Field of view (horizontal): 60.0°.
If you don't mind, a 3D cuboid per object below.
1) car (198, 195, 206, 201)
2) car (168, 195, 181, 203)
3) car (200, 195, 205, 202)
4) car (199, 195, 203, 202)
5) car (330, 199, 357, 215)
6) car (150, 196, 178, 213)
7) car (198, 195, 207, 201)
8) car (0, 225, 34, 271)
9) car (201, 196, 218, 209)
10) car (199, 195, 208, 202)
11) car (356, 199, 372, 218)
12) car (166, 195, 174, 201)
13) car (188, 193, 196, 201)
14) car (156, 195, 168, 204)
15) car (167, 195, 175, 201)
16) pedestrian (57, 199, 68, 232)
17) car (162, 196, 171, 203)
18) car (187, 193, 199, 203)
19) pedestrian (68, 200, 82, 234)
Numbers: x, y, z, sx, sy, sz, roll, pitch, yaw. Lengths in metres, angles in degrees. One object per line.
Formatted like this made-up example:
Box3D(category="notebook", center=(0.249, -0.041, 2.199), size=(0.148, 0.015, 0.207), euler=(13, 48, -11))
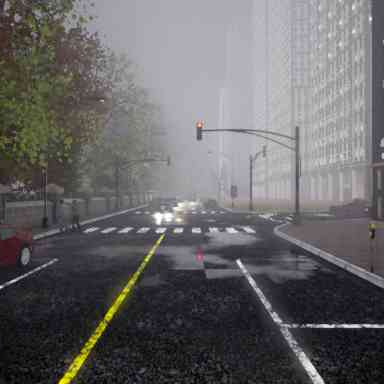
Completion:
Box3D(category="car", center=(2.687, 1.642, 91.639), size=(2.008, 1.369, 4.403), euler=(0, 0, 0))
Box3D(category="car", center=(-3.089, 1.557, 51.071), size=(1.812, 1.442, 4.674), euler=(0, 1, 1))
Box3D(category="car", center=(2.689, 1.598, 52.213), size=(1.947, 1.339, 4.313), euler=(0, 0, 0))
Box3D(category="car", center=(2.689, 1.604, 57.846), size=(1.947, 1.339, 4.313), euler=(0, 0, 0))
Box3D(category="car", center=(14.605, 1.308, 29.791), size=(4.181, 1.385, 1.994), euler=(-1, 0, 0))
Box3D(category="car", center=(-3.101, 1.510, 37.915), size=(2.128, 1.511, 4.902), euler=(0, 0, 0))
Box3D(category="car", center=(2.688, 1.521, 86.007), size=(1.967, 1.590, 4.097), euler=(0, 0, 0))
Box3D(category="car", center=(-5.817, 1.546, 8.662), size=(1.887, 1.381, 4.507), euler=(0, 0, 0))
Box3D(category="car", center=(2.689, 1.592, 46.580), size=(1.947, 1.339, 4.313), euler=(0, 0, 0))
Box3D(category="car", center=(2.688, 1.511, 80.375), size=(1.967, 1.590, 4.097), euler=(0, 0, 0))
Box3D(category="car", center=(14.673, 1.282, 23.990), size=(4.313, 1.339, 1.947), euler=(-1, 1, 0))
Box3D(category="car", center=(-5.692, 1.521, 86.007), size=(1.967, 1.590, 4.097), euler=(0, 0, 0))
Box3D(category="car", center=(-0.004, 1.177, 83.897), size=(2.150, 2.045, 5.566), euler=(0, 0, 0))
Box3D(category="car", center=(-5.691, 1.485, 63.478), size=(1.967, 1.590, 4.097), euler=(0, 0, 0))
Box3D(category="car", center=(-5.694, 1.636, 91.639), size=(1.887, 1.381, 4.507), euler=(0, 0, 0))
Box3D(category="pedestrian", center=(-7.215, 1.298, 18.536), size=(0.375, 1.860, 0.375), euler=(0, 0, 0))
Box3D(category="car", center=(-5.692, 1.587, 74.573), size=(1.752, 1.417, 4.829), euler=(0, 0, 0))
Box3D(category="car", center=(-0.004, 1.590, 73.450), size=(2.033, 1.411, 5.357), euler=(0, 0, 0))
Box3D(category="pedestrian", center=(-6.259, 1.299, 17.852), size=(0.375, 1.860, 0.375), euler=(0, 0, 0))
